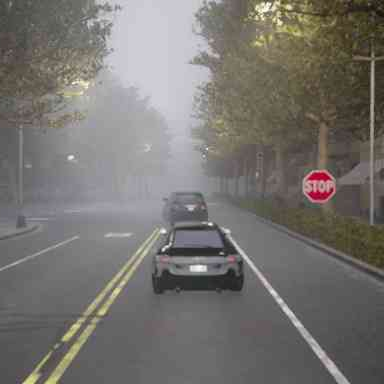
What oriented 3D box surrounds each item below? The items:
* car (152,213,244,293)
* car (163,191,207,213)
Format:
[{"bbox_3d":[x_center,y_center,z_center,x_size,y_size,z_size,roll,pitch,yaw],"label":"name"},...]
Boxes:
[{"bbox_3d":[0.101,1.461,8.599,1.994,1.385,4.181,0,1,-1],"label":"car"},{"bbox_3d":[-0.522,0.975,20.795,2.150,2.045,5.566,0,1,-10],"label":"car"}]
